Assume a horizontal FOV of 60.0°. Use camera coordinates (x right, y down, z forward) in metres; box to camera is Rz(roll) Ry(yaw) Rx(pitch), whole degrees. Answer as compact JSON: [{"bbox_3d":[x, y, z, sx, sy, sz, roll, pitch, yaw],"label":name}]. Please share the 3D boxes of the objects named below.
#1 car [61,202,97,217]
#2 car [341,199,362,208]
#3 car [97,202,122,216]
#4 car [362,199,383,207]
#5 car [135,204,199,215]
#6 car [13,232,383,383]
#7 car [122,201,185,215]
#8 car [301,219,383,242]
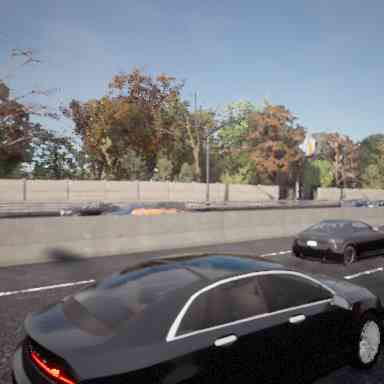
[{"bbox_3d":[-8.423,1.576,28.077,4.902,1.511,2.128,1,0,-35],"label":"car"},{"bbox_3d":[25.473,1.817,52.199,4.553,1.767,2.097,1,0,-35],"label":"car"},{"bbox_3d":[-4.451,1.653,26.615,5.357,1.411,2.033,1,0,-35],"label":"car"},{"bbox_3d":[28.106,1.964,49.784,4.902,1.511,2.128,1,0,-35],"label":"car"},{"bbox_3d":[-1.013,1.662,20.464,4.181,1.385,1.994,1,0,-35],"label":"car"},{"bbox_3d":[0.555,1.529,4.142,4.892,1.490,1.837,1,0,-35],"label":"car"},{"bbox_3d":[-2.265,1.459,23.872,4.553,1.767,2.097,1,0,-35],"label":"car"},{"bbox_3d":[5.548,1.665,12.003,4.181,1.385,1.994,1,0,-35],"label":"car"}]
